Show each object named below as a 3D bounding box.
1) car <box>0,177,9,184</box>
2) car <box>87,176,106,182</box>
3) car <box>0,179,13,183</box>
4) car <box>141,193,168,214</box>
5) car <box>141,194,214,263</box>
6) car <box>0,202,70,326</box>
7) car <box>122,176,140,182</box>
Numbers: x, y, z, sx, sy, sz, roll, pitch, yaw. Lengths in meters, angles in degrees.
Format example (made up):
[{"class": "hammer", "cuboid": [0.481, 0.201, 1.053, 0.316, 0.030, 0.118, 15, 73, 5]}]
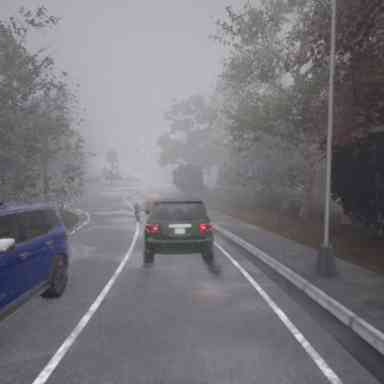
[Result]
[{"class": "car", "cuboid": [-43.707, -2.515, 73.987, 1.837, 1.490, 4.892, 2, 5, 25]}, {"class": "car", "cuboid": [-23.848, -3.302, 82.769, 4.553, 1.767, 2.097, -1, 5, -3]}, {"class": "car", "cuboid": [-40.833, -2.391, 72.482, 1.837, 1.490, 4.892, 2, 5, 25]}, {"class": "car", "cuboid": [-3.488, 0.958, 30.272, 1.882, 1.535, 5.008, -1, 3, -13]}, {"class": "car", "cuboid": [-0.566, 1.199, 12.180, 2.150, 2.045, 5.566, 0, 0, -5]}, {"class": "car", "cuboid": [-3.799, 1.227, 5.521, 2.150, 2.045, 5.566, 0, 0, -3]}, {"class": "car", "cuboid": [-15.407, -3.342, 84.008, 5.008, 1.535, 1.882, 2, 5, 25]}]
